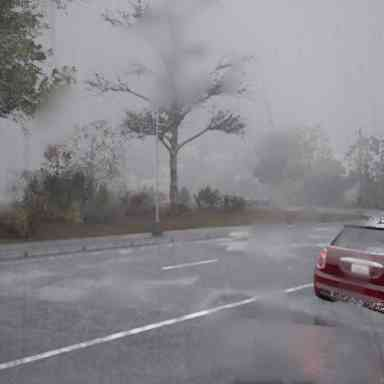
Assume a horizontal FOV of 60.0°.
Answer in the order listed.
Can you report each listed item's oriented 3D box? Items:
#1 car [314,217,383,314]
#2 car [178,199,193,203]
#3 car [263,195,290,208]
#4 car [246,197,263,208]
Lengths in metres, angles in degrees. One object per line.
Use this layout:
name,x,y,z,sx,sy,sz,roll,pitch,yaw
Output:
car,4.637,1.330,6.910,4.553,1.767,2.097,0,0,-34
car,-1.566,1.659,67.563,2.033,1.411,5.357,0,0,-22
car,11.638,1.270,46.955,2.097,1.767,4.553,0,0,-27
car,7.486,1.416,47.470,1.882,1.535,5.008,0,0,-26
